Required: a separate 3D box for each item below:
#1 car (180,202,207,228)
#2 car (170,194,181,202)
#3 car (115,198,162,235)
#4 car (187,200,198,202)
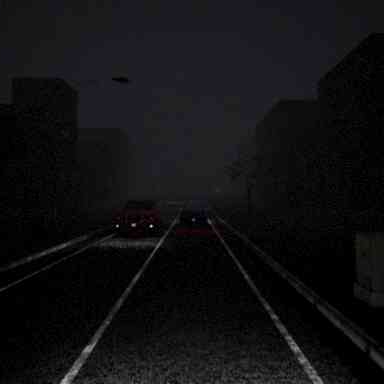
[{"bbox_3d":[0.102,1.725,24.552,1.882,1.535,5.008,0,0,0],"label":"car"},{"bbox_3d":[-3.026,1.099,62.623,2.033,1.411,5.357,0,3,1],"label":"car"},{"bbox_3d":[-3.100,1.423,20.432,2.150,2.045,5.566,0,-1,0],"label":"car"},{"bbox_3d":[0.101,1.710,42.126,1.812,1.442,4.674,0,2,1],"label":"car"}]
